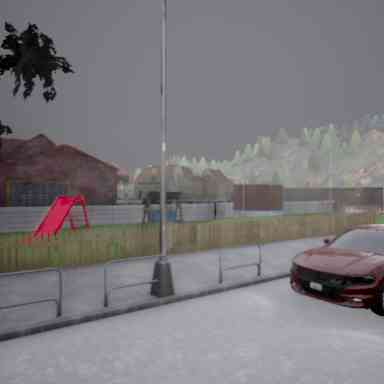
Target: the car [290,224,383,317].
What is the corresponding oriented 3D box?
[{"bbox_3d":[4.371,1.512,7.722,5.008,1.535,1.882,0,0,-35],"label":"car"}]
